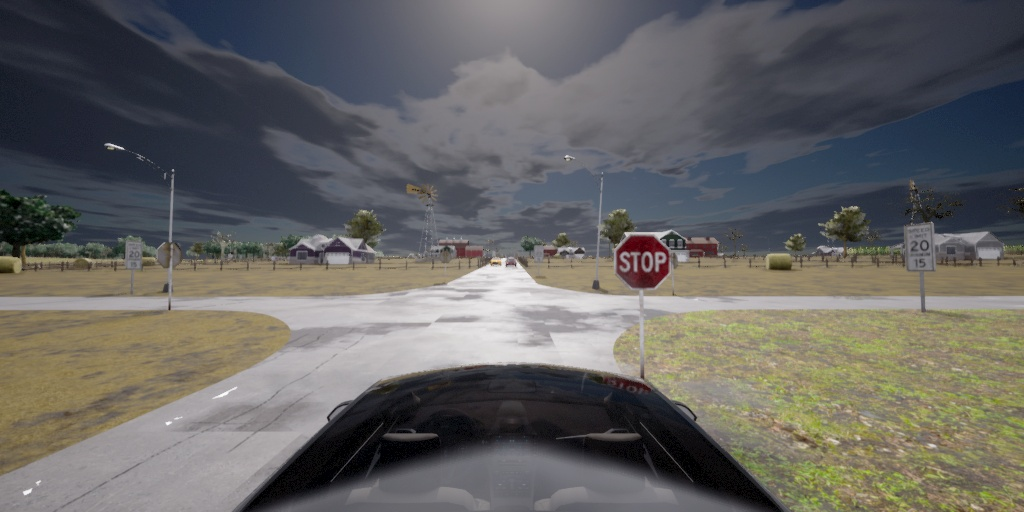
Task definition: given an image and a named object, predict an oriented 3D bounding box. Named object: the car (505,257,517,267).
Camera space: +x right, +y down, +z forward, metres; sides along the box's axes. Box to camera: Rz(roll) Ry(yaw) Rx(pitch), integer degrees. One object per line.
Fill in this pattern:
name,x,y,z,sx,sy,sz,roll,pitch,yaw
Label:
car,-0.166,1.187,61.829,1.895,1.301,4.718,0,0,0
